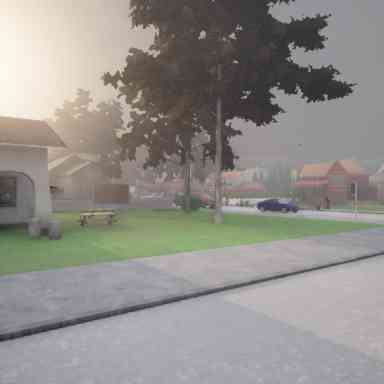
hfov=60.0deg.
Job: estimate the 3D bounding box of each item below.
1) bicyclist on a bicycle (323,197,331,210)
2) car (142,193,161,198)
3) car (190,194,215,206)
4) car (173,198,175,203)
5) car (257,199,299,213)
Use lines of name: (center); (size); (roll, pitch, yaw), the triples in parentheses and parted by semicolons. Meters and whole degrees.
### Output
bicyclist on a bicycle: (16.732, 1.390, 41.271); (1.656, 1.620, 0.582); (0, 0, -36)
car: (-8.413, 1.258, 69.092); (2.150, 2.045, 5.566); (0, 0, -36)
car: (1.502, 1.254, 48.092); (2.150, 2.045, 5.566); (0, 0, -35)
car: (-2.210, 1.584, 60.453); (2.033, 1.411, 5.357); (0, 0, -35)
car: (9.515, 1.509, 36.923); (1.882, 1.535, 5.008); (0, 0, -36)
